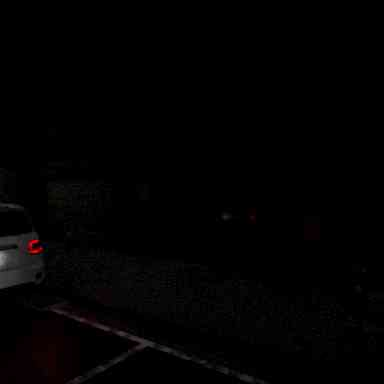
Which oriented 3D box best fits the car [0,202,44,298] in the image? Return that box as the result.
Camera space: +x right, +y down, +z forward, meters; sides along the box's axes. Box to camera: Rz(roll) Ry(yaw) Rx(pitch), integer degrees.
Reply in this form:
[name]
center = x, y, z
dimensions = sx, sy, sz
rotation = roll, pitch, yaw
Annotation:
[car]
center = -5.543, 1.228, 7.336
dimensions = 5.566, 2.045, 2.150
rotation = 0, 0, 35
